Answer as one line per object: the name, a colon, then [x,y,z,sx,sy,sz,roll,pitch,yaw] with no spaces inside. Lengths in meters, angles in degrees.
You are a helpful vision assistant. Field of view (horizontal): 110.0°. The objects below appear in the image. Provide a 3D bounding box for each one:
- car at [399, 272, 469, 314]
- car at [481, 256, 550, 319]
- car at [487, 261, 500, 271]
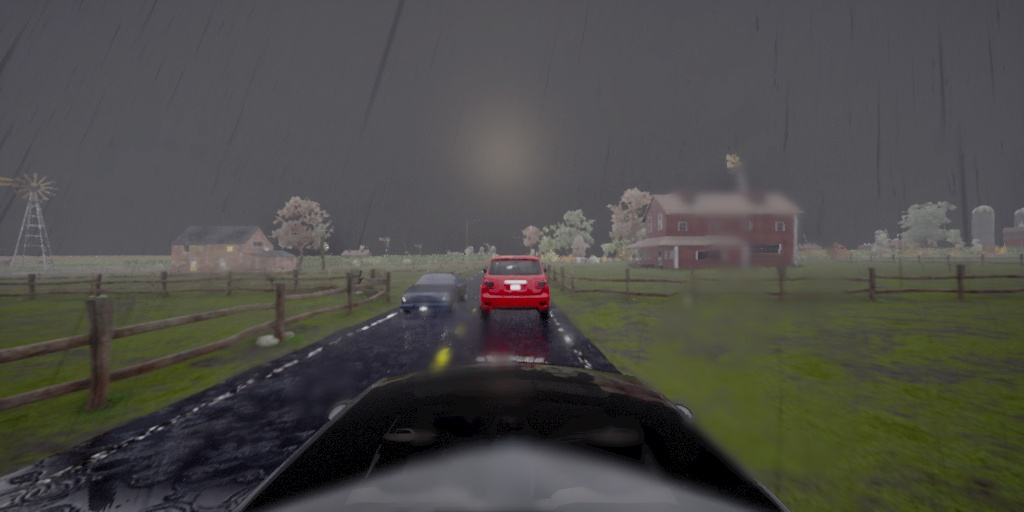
car: [-2.850,1.343,14.357,2.033,1.411,5.357,0,0,0]
car: [0.102,1.012,13.072,2.150,2.045,5.566,0,0,0]
car: [-2.804,1.474,54.898,1.812,1.442,4.674,0,0,0]
